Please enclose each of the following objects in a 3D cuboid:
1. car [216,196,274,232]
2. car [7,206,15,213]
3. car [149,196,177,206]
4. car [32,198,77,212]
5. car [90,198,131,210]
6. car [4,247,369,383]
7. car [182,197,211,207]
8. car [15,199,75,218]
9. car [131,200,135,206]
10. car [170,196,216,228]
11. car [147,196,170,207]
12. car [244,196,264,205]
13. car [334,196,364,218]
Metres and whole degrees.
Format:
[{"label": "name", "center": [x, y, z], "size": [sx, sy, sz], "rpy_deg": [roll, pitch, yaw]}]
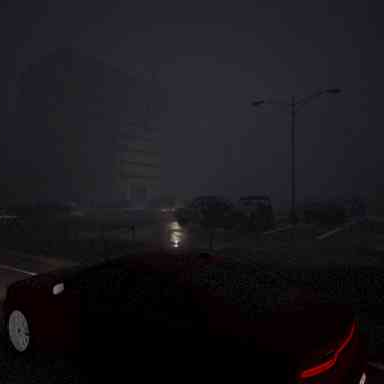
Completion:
[{"label": "car", "center": [3.316, 1.156, 19.060], "size": [1.905, 1.878, 3.866], "rpy_deg": [0, 0, 34]}, {"label": "car", "center": [-15.720, 1.547, 33.841], "size": [2.033, 1.411, 5.357], "rpy_deg": [0, 0, 34]}, {"label": "car", "center": [-4.803, 1.492, 56.322], "size": [2.128, 1.511, 4.902], "rpy_deg": [0, 0, 34]}, {"label": "car", "center": [-16.171, 1.526, 39.429], "size": [1.812, 1.442, 4.674], "rpy_deg": [0, 0, 34]}, {"label": "car", "center": [-10.378, 1.601, 41.803], "size": [1.895, 1.301, 4.718], "rpy_deg": [0, 0, 34]}, {"label": "car", "center": [-0.525, 1.478, 4.363], "size": [5.008, 1.535, 1.882], "rpy_deg": [0, 0, 35]}, {"label": "car", "center": [0.779, 1.491, 51.795], "size": [2.128, 1.511, 4.902], "rpy_deg": [0, 0, 34]}, {"label": "car", "center": [-13.314, 1.526, 30.795], "size": [1.812, 1.442, 4.674], "rpy_deg": [0, 0, 34]}, {"label": "car", "center": [-10.510, 1.547, 47.885], "size": [2.033, 1.411, 5.357], "rpy_deg": [0, 0, 33]}, {"label": "car", "center": [0.948, 1.153, 20.726], "size": [1.932, 1.855, 4.605], "rpy_deg": [0, 0, 34]}, {"label": "car", "center": [-4.704, 1.492, 50.233], "size": [2.128, 1.511, 4.902], "rpy_deg": [0, 0, 34]}, {"label": "car", "center": [11.504, 1.526, 61.500], "size": [1.812, 1.442, 4.674], "rpy_deg": [0, 0, 34]}, {"label": "car", "center": [15.339, 1.395, 32.016], "size": [1.970, 1.475, 3.806], "rpy_deg": [0, 0, 34]}]
